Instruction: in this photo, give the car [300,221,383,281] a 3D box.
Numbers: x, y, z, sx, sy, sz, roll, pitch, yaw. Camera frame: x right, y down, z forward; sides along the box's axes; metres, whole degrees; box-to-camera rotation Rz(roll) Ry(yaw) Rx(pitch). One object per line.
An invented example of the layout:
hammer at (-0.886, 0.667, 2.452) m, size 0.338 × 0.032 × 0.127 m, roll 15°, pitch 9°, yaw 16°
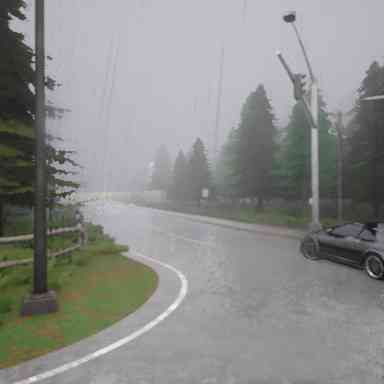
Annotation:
car at (5.170, 1.581, 10.121) m, size 1.994 × 1.385 × 4.181 m, roll 0°, pitch 0°, yaw -16°
